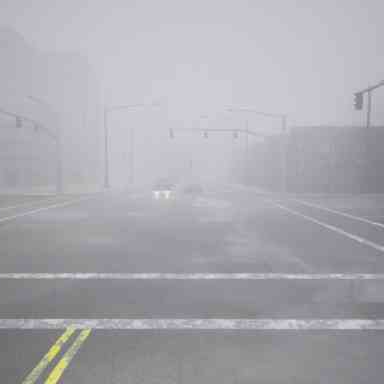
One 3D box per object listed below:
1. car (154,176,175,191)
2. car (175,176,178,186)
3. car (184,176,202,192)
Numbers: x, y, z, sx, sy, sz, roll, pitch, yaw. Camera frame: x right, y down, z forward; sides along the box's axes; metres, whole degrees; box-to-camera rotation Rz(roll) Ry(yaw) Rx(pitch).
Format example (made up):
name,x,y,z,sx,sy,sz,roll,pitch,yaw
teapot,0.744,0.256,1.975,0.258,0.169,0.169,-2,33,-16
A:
name,x,y,z,sx,sy,sz,roll,pitch,yaw
car,-3.542,-0.945,41.389,1.994,1.385,4.181,0,4,0
car,-3.525,-1.669,51.296,1.837,1.490,4.892,0,4,0
car,0.146,-0.791,38.524,1.812,1.442,4.674,0,4,1
